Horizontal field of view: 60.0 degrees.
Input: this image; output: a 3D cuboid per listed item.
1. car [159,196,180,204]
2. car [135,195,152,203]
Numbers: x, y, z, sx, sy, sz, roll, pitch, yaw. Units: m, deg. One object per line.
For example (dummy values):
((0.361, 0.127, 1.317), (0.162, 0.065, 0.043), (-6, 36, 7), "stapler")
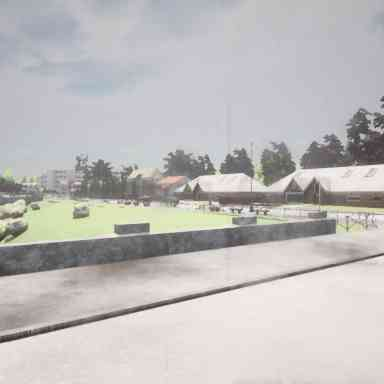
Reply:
((-4.164, 1.491, 60.723), (2.128, 1.511, 4.902), (0, 0, -35), "car")
((-10.049, 1.502, 68.996), (1.837, 1.490, 4.892), (0, 0, -35), "car")
